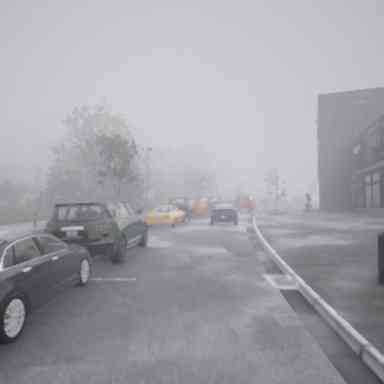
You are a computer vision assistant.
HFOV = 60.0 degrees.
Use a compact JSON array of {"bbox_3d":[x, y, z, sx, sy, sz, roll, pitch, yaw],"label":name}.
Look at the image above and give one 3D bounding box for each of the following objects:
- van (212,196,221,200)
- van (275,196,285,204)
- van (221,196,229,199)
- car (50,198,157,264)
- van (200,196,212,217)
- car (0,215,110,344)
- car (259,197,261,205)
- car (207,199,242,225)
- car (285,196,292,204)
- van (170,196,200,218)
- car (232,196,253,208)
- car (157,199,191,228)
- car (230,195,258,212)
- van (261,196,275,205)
[{"bbox_3d":[1.808,1.489,39.534,1.878,1.987,4.442,-2,0,14],"label":"van"},{"bbox_3d":[21.564,2.077,84.255,1.878,1.987,4.442,-2,0,28],"label":"van"},{"bbox_3d":[3.365,1.553,44.892,1.878,1.987,4.442,-2,0,15],"label":"van"},{"bbox_3d":[-3.122,1.259,11.965,2.435,2.045,5.566,-3,0,5],"label":"car"},{"bbox_3d":[0.424,1.433,34.117,1.878,1.987,4.442,-2,0,14],"label":"van"},{"bbox_3d":[-3.480,1.494,6.349,2.231,1.521,4.892,-3,0,2],"label":"car"},{"bbox_3d":[11.588,2.114,65.545,2.002,1.452,4.674,-2,0,25],"label":"car"},{"bbox_3d":[2.530,1.560,25.146,1.882,1.535,5.008,0,0,10],"label":"car"},{"bbox_3d":[24.833,2.395,89.884,2.163,1.488,4.792,-2,0,28],"label":"car"},{"bbox_3d":[-0.773,1.384,28.652,1.878,1.987,4.442,-3,0,9],"label":"van"},{"bbox_3d":[9.252,1.751,60.501,2.435,2.045,5.566,-2,0,21],"label":"car"},{"bbox_3d":[-1.729,1.564,23.216,1.946,1.575,5.366,-2,0,10],"label":"car"},{"bbox_3d":[6.720,1.459,42.538,2.150,2.045,5.566,-1,-1,17],"label":"car"},{"bbox_3d":[16.704,1.975,75.571,1.878,1.987,4.442,-2,0,28],"label":"van"}]
